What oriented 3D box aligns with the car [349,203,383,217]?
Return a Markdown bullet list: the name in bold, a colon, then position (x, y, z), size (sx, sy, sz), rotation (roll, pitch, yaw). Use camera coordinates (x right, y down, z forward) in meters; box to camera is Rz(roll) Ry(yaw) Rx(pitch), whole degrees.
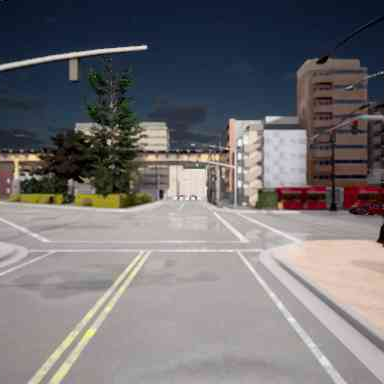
- **car**: position (18.492, 1.828, 34.161), size (4.181, 1.385, 1.994), rotation (1, 0, 0)
